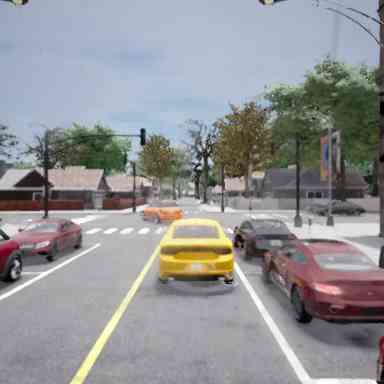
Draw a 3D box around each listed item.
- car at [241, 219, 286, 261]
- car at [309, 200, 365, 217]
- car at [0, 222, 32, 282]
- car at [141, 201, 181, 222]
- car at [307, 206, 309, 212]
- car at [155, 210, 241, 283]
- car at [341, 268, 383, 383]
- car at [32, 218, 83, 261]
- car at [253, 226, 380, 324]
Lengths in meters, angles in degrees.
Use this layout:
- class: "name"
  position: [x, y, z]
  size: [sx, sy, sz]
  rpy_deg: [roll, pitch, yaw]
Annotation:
- class: "car"
  position: [2.632, 1.643, 12.494]
  size: [1.947, 1.339, 4.313]
  rpy_deg: [0, 0, 0]
- class: "car"
  position: [14.244, 1.631, 32.213]
  size: [4.674, 1.442, 1.812]
  rpy_deg: [0, 0, 2]
- class: "car"
  position: [-5.391, 1.484, 6.971]
  size: [1.967, 1.590, 4.097]
  rpy_deg: [0, 0, 0]
- class: "car"
  position: [-2.553, 1.524, 26.967]
  size: [2.097, 1.767, 4.553]
  rpy_deg: [-1, 0, -27]
- class: "car"
  position: [14.819, 1.612, 35.473]
  size: [4.902, 1.511, 2.128]
  rpy_deg: [0, 0, 0]
- class: "car"
  position: [0.098, 1.539, 9.930]
  size: [1.882, 1.535, 5.008]
  rpy_deg: [0, 0, 0]
- class: "car"
  position: [2.636, 1.554, 1.457]
  size: [1.887, 1.381, 4.507]
  rpy_deg: [0, 0, 0]
- class: "car"
  position: [-5.393, 1.660, 12.489]
  size: [1.802, 1.307, 4.206]
  rpy_deg: [0, 0, 0]
- class: "car"
  position: [2.634, 1.625, 6.975]
  size: [1.802, 1.307, 4.206]
  rpy_deg: [0, 0, 0]
